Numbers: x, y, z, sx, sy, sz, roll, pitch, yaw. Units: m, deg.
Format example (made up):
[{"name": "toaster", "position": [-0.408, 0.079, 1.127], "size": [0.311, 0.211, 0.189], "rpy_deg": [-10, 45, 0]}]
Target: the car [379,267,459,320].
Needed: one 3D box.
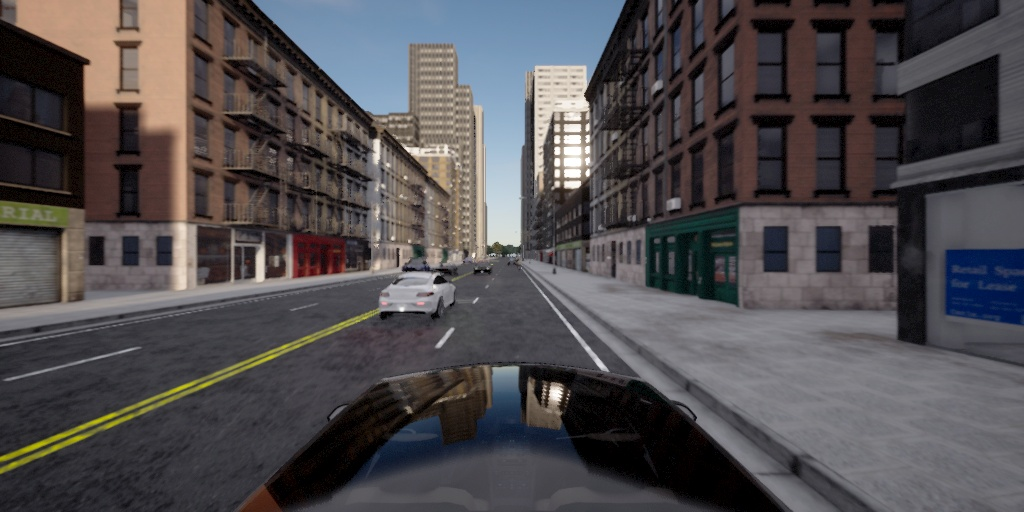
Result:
[{"name": "car", "position": [-3.150, 1.274, 12.572], "size": [1.812, 1.442, 4.674], "rpy_deg": [0, 0, 0]}]

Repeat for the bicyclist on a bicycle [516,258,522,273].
[{"name": "bicyclist on a bicycle", "position": [0.891, 1.183, 43.822], "size": [0.866, 1.612, 1.509], "rpy_deg": [0, 2, 0]}]

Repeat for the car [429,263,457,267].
[{"name": "car", "position": [-6.590, 1.349, 35.950], "size": [1.895, 1.301, 4.718], "rpy_deg": [0, 0, 0]}]

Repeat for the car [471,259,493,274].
[{"name": "car", "position": [-3.146, 1.349, 40.183], "size": [1.895, 1.301, 4.718], "rpy_deg": [0, 0, 0]}]

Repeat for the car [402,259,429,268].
[{"name": "car", "position": [-9.834, 1.099, 37.022], "size": [2.097, 1.767, 4.553], "rpy_deg": [0, 0, 0]}]
